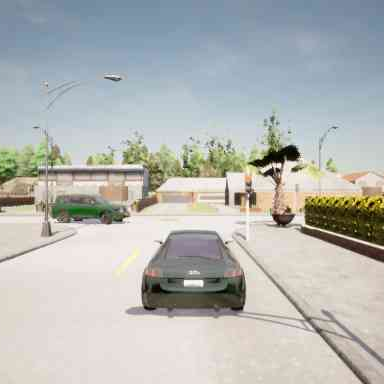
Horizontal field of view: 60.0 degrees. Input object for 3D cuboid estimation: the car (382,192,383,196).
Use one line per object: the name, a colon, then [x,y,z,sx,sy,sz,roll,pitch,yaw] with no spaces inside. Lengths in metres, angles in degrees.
car: [37.875,0.973,64.998,1.905,1.878,3.866,0,0,0]

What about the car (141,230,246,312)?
car: [0.042,1.564,7.790,1.994,1.385,4.181,0,0,0]

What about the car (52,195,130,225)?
car: [-7.249,1.223,23.854,5.566,2.045,2.150,0,-1,14]
